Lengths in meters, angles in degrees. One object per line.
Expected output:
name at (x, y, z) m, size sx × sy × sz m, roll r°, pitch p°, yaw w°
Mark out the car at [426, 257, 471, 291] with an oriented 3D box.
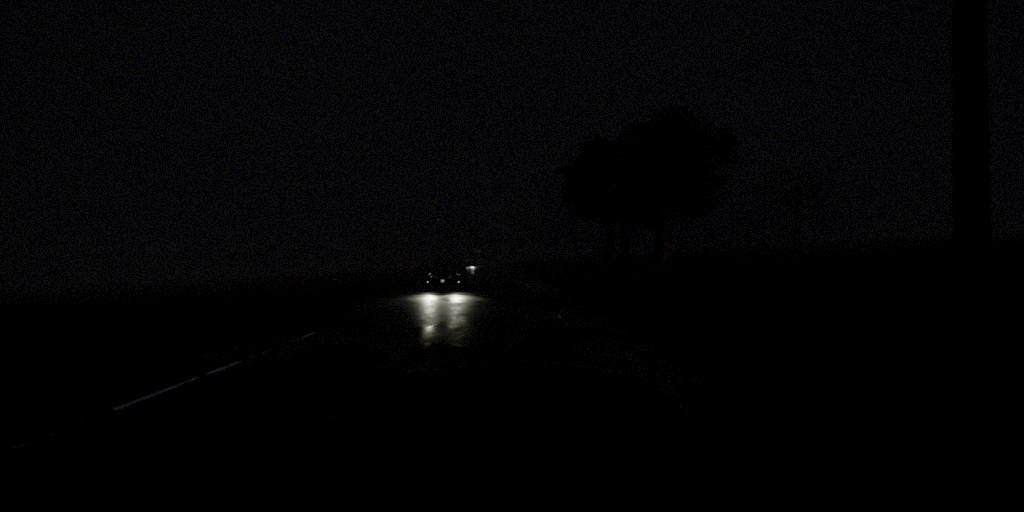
car at (-4.146, 1.081, 23.568) m, size 2.150 × 2.045 × 5.566 m, roll 0°, pitch 0°, yaw -3°
